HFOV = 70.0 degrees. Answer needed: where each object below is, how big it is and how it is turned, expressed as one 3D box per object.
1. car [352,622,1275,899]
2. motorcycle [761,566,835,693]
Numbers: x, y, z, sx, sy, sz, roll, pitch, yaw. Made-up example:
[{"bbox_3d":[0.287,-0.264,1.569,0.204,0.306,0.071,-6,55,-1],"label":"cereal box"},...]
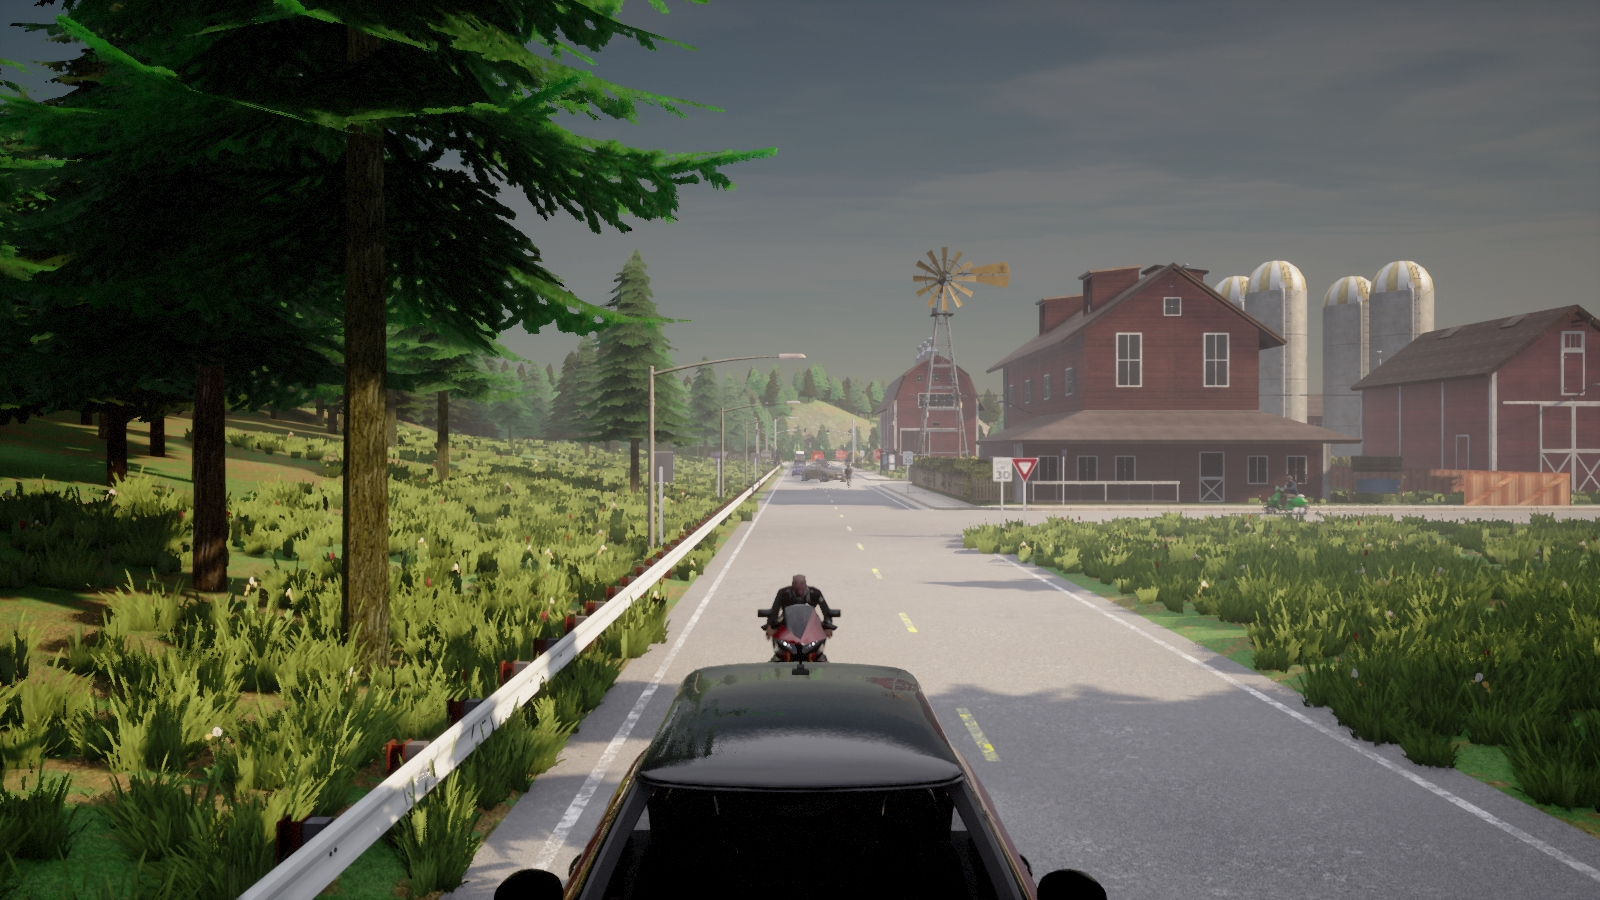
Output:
[{"bbox_3d":[0.033,1.906,4.501,2.097,1.767,4.553,0,0,0],"label":"car"},{"bbox_3d":[-0.023,2.205,14.399,0.867,1.251,2.209,0,0,0],"label":"motorcycle"}]
